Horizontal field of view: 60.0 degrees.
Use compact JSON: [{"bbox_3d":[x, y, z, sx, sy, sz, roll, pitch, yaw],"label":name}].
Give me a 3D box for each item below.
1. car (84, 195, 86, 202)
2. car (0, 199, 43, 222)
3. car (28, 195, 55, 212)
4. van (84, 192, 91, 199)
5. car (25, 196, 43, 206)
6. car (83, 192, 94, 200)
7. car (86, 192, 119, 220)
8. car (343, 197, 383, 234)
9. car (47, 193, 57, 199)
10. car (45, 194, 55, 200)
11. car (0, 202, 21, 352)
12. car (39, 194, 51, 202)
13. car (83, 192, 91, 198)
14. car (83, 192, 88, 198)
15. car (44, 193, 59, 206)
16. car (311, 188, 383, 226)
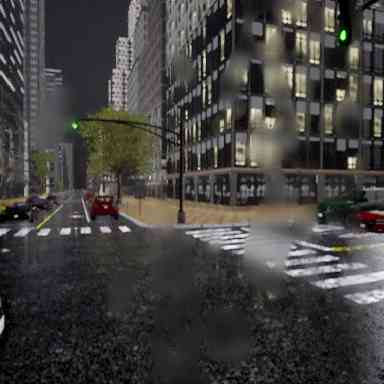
[{"bbox_3d":[-12.390,1.335,42.349,1.802,1.307,4.206,-1,1,-19],"label":"car"},{"bbox_3d":[-12.334,1.421,24.051,1.994,1.385,4.181,0,0,-18],"label":"car"},{"bbox_3d":[-16.285,1.335,35.818,2.033,1.411,5.357,0,0,-19],"label":"car"},{"bbox_3d":[-26.803,0.822,85.106,1.690,1.788,3.998,-1,1,-19],"label":"van"},{"bbox_3d":[-23.930,1.262,50.350,1.947,1.339,4.313,-1,1,-19],"label":"car"},{"bbox_3d":[-23.200,0.866,74.416,2.192,1.841,5.009,-1,1,-19],"label":"car"},{"bbox_3d":[-6.988,1.164,26.312,2.192,1.841,5.009,-1,1,-19],"label":"car"},{"bbox_3d":[9.702,1.132,15.165,5.008,1.535,1.882,-1,1,-20],"label":"car"},{"bbox_3d":[-34.735,1.040,82.407,2.008,1.369,4.403,-1,1,-19],"label":"car"},{"bbox_3d":[-32.933,1.107,77.064,1.802,1.307,4.206,-1,1,-19],"label":"car"},{"bbox_3d":[-4.833,1.198,2.983,5.566,2.045,2.150,0,0,-20],"label":"car"},{"bbox_3d":[-29.278,1.121,66.217,1.752,1.417,4.829,-1,1,-19],"label":"car"},{"bbox_3d":[-28.604,0.885,90.452,1.967,1.590,4.097,-1,1,-19],"label":"car"},{"bbox_3d":[-19.598,0.935,63.726,2.192,1.841,5.009,-1,1,-19],"label":"car"},{"bbox_3d":[-20.717,1.232,49.072,1.812,1.442,4.674,0,0,-18],"label":"car"},{"bbox_3d":[9.372,0.816,18.497,5.566,2.045,2.150,-1,1,-20],"label":"car"}]
